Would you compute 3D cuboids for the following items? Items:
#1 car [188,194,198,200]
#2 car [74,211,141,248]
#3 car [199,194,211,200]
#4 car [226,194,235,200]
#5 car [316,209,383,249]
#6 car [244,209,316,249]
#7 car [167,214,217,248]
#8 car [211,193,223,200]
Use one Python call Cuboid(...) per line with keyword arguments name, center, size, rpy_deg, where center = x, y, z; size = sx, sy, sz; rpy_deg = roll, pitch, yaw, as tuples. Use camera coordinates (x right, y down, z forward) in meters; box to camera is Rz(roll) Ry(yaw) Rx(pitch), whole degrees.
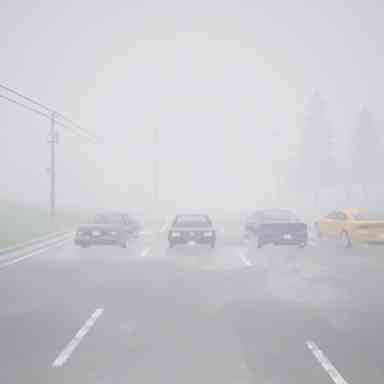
Cuboid(name="car", center=(0.000, 1.462, 91.052), size=(1.994, 1.385, 4.181), rpy_deg=(0, 0, 0))
Cuboid(name="car", center=(-3.500, 1.560, 14.650), size=(2.033, 1.411, 5.357), rpy_deg=(0, 0, 0))
Cuboid(name="car", center=(3.500, 1.414, 91.170), size=(1.837, 1.490, 4.892), rpy_deg=(0, 0, 0))
Cuboid(name="car", center=(10.500, 1.385, 90.492), size=(1.837, 1.490, 4.892), rpy_deg=(0, 0, 0))
Cuboid(name="car", center=(7.000, 1.482, 14.650), size=(1.882, 1.535, 5.008), rpy_deg=(0, 0, 0))
Cuboid(name="car", center=(3.500, 1.482, 14.650), size=(1.882, 1.535, 5.008), rpy_deg=(0, 0, 0))
Cuboid(name="car", center=(0.000, 1.613, 14.680), size=(1.895, 1.301, 4.718), rpy_deg=(0, 0, 0))
Cuboid(name="car", center=(7.000, 1.426, 90.880), size=(1.812, 1.442, 4.674), rpy_deg=(0, 0, 0))
